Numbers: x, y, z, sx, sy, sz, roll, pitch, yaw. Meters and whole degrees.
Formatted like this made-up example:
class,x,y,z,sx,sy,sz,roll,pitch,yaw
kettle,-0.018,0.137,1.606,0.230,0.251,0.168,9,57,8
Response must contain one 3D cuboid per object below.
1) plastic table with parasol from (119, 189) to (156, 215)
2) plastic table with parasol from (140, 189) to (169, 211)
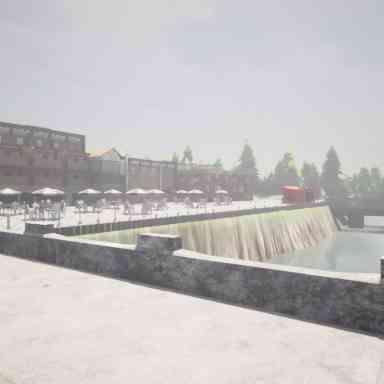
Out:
class,x,y,z,sx,sy,sz,roll,pitch,yaw
plastic table with parasol,-5.297,0.925,32.509,2.482,2.480,2.482,0,0,35
plastic table with parasol,-4.538,0.925,40.197,2.482,2.480,2.482,0,0,35
